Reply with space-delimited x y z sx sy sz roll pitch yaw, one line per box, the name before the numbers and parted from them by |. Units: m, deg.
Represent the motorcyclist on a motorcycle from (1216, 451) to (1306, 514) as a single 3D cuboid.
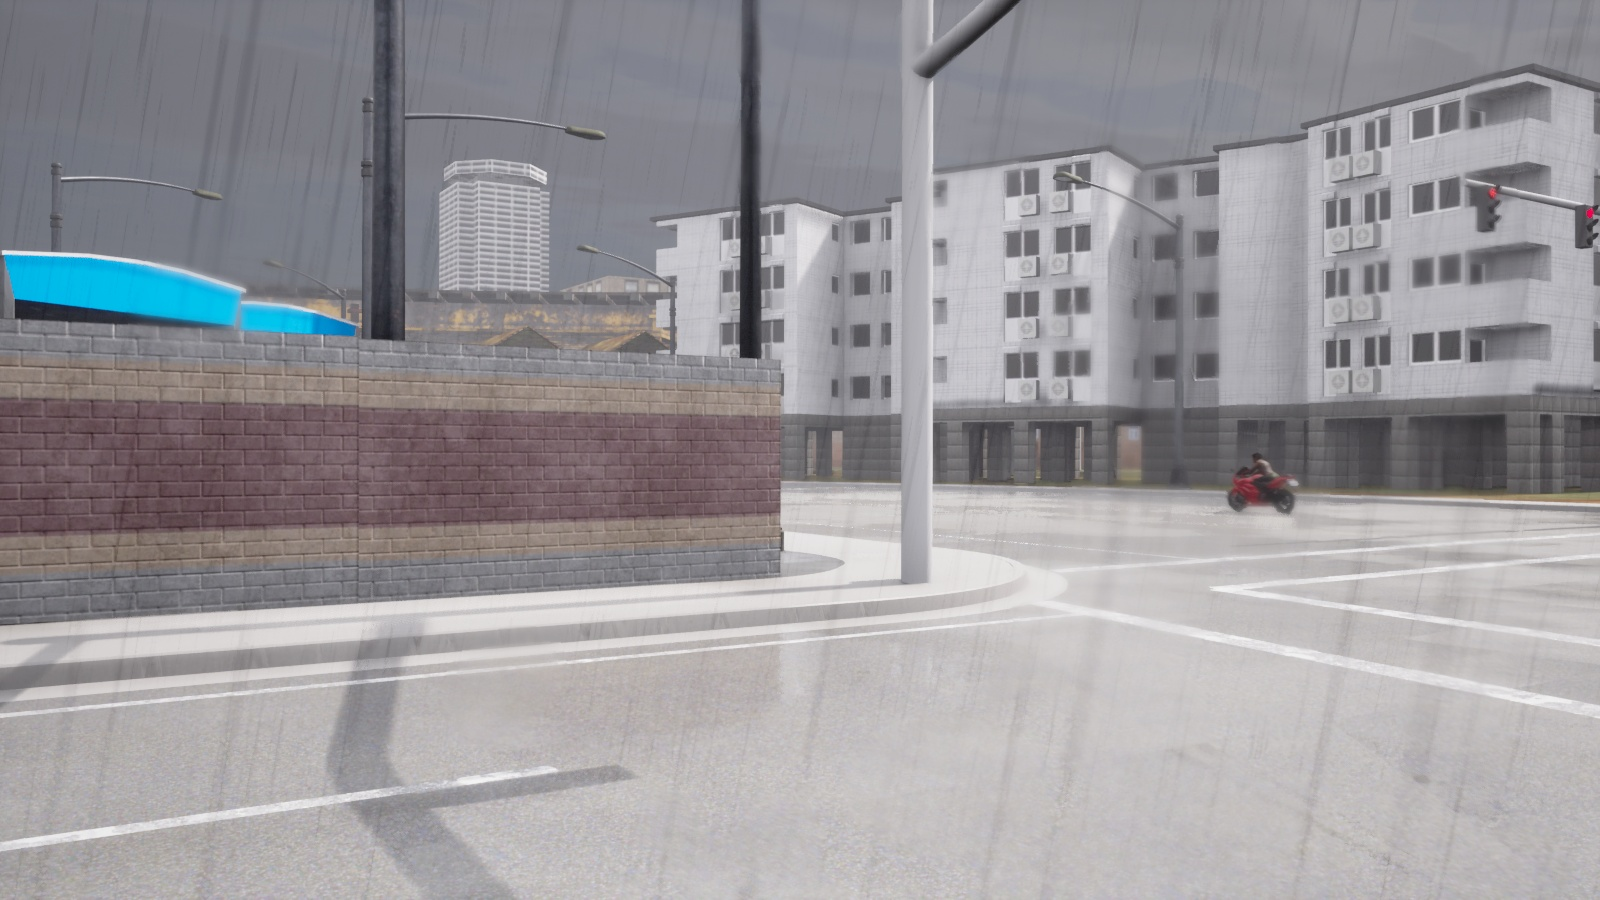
motorcyclist on a motorcycle | 11.501 0.779 31.412 0.797 1.523 2.044 0 0 -32
